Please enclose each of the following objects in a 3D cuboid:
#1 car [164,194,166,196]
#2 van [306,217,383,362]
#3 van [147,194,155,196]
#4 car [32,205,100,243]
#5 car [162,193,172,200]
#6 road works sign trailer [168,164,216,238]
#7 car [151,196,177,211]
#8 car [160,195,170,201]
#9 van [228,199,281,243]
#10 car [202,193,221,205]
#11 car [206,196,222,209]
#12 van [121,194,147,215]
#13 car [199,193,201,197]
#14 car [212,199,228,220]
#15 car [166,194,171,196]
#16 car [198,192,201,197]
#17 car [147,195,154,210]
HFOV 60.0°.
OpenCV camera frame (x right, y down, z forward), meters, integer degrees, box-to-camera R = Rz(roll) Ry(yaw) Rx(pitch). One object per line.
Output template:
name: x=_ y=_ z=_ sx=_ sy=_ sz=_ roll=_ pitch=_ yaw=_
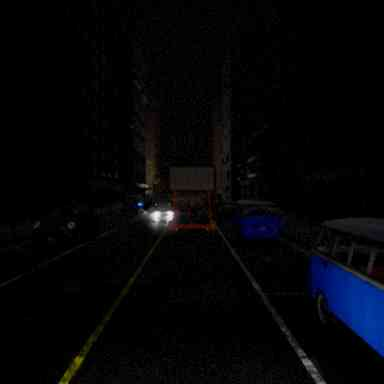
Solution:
car: x=-5.653 y=1.315 z=53.841 sx=1.802 sy=1.307 sz=4.206 roll=0 pitch=0 yaw=0
van: x=2.856 y=1.319 z=4.325 sx=1.690 sy=1.788 sz=3.998 roll=0 pitch=0 yaw=0
van: x=-5.657 y=1.126 z=42.837 sx=1.690 sy=1.788 sz=3.998 roll=0 pitch=0 yaw=0
car: x=-5.665 y=1.362 z=15.332 sx=1.967 sy=1.590 sz=4.097 roll=0 pitch=0 yaw=0
car: x=-5.647 y=1.072 z=75.846 sx=1.967 sy=1.590 sz=4.097 roll=0 pitch=0 yaw=0
road works sign trailer: x=0.005 y=0.378 z=17.003 sx=2.380 sy=3.560 sz=2.880 roll=0 pitch=0 yaw=0
car: x=-3.084 y=1.412 z=37.517 sx=1.895 sy=1.301 sz=4.718 roll=0 pitch=0 yaw=0
car: x=-5.649 y=1.238 z=70.345 sx=1.802 sy=1.307 sz=4.206 roll=0 pitch=0 yaw=0
van: x=2.860 y=1.263 z=15.328 sx=1.690 sy=1.788 sz=3.998 roll=0 pitch=0 yaw=0
car: x=2.868 y=1.100 z=42.834 sx=2.192 sy=1.841 sz=5.009 roll=0 pitch=0 yaw=0
car: x=2.867 y=1.394 z=37.334 sx=1.802 sy=1.307 sz=4.206 roll=0 pitch=0 yaw=0
van: x=-5.661 y=1.180 z=31.836 sx=1.690 sy=1.788 sz=3.998 roll=0 pitch=0 yaw=0
car: x=2.875 y=1.232 z=64.841 sx=2.008 sy=1.369 sz=4.403 roll=0 pitch=0 yaw=0
car: x=2.864 y=1.448 z=26.332 sx=1.802 sy=1.307 sz=4.206 roll=0 pitch=0 yaw=0
car: x=-5.650 y=1.247 z=64.844 sx=1.947 sy=1.339 sz=4.313 roll=0 pitch=0 yaw=0
car: x=2.879 y=1.197 z=75.843 sx=1.947 sy=1.339 sz=4.313 roll=0 pitch=0 yaw=0
car: x=-5.659 y=1.363 z=37.337 sx=2.008 sy=1.369 sz=4.403 roll=0 pitch=0 yaw=0
